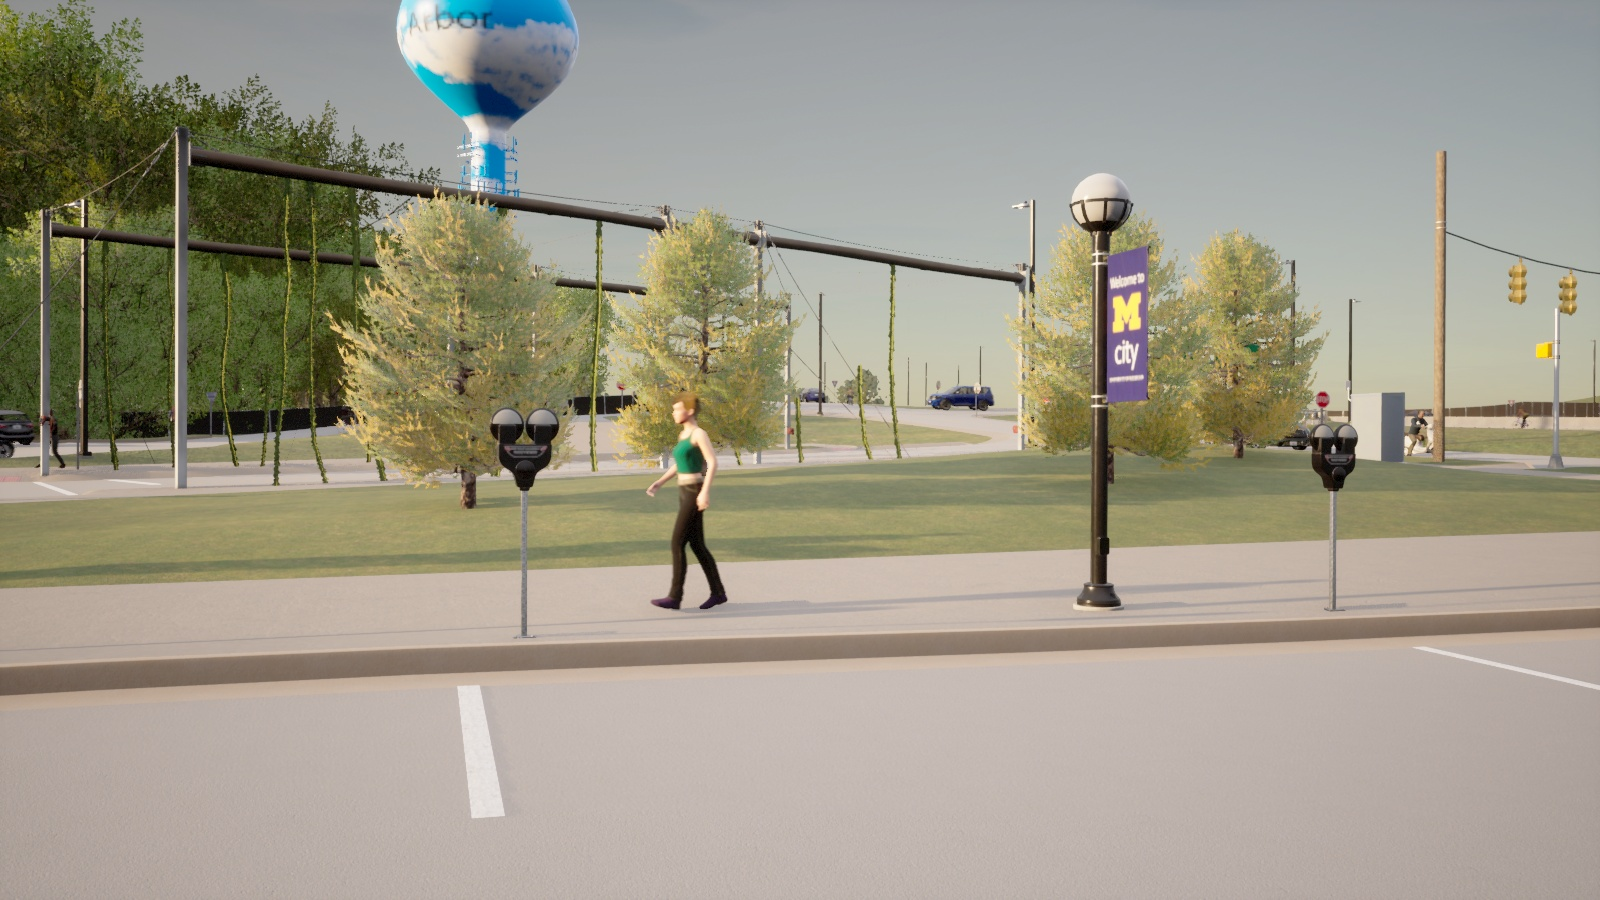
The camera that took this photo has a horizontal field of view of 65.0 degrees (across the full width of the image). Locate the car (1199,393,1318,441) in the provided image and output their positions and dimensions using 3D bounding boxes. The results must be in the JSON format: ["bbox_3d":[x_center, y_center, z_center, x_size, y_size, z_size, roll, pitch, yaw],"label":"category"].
[{"bbox_3d":[17.806,-1.288,49.000,2.097,1.767,4.553,-1,2,-15],"label":"car"}]

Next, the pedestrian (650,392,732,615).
[{"bbox_3d":[-0.924,0.435,10.593,0.594,1.836,0.345,-1,0,-18],"label":"pedestrian"}]

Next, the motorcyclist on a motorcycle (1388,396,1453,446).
[{"bbox_3d":[20.241,-0.943,40.988,0.866,1.590,1.817,-1,2,-19],"label":"motorcyclist on a motorcycle"}]

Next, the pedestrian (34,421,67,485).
[{"bbox_3d":[-21.880,0.090,36.662,0.376,1.854,0.720,-1,0,22],"label":"pedestrian"}]

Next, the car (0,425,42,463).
[{"bbox_3d":[-38.352,-0.280,58.931,4.611,1.667,2.242,0,3,20],"label":"car"}]

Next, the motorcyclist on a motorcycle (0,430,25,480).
[{"bbox_3d":[-27.609,0.222,42.427,0.766,1.649,2.350,-2,3,21],"label":"motorcyclist on a motorcycle"}]
